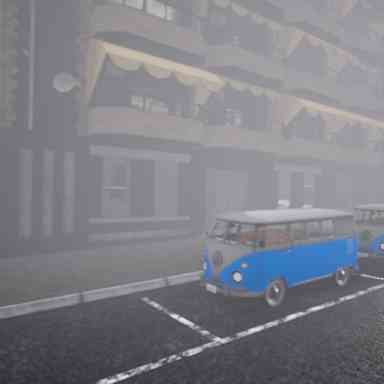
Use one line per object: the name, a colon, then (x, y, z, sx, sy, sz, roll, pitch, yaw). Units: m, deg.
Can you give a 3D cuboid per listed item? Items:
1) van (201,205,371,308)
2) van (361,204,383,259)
van: (2.095, 1.296, 7.536, 3.998, 1.788, 1.690, 0, 2, -35)
van: (6.613, 1.261, 10.728, 3.998, 1.788, 1.690, 0, 2, -35)
